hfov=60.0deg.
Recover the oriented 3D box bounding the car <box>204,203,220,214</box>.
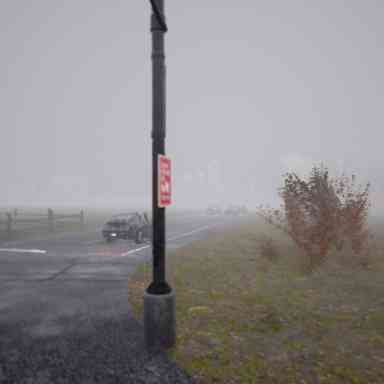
[{"bbox_3d":[3.377,2.608,53.109,2.097,1.767,4.553,-1,-2,16],"label":"car"}]

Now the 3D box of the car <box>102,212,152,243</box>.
[{"bbox_3d":[-3.082,1.869,18.307,1.837,1.490,4.892,-1,-2,16],"label":"car"}]

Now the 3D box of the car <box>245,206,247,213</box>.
[{"bbox_3d":[8.357,2.924,57.701,1.994,1.385,4.181,-1,-2,16],"label":"car"}]

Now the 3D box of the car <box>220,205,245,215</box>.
[{"bbox_3d":[6.188,2.716,50.119,2.033,1.411,5.357,-1,-2,17],"label":"car"}]
